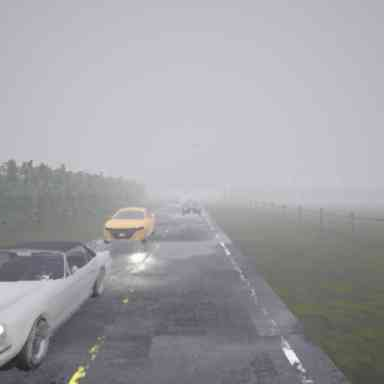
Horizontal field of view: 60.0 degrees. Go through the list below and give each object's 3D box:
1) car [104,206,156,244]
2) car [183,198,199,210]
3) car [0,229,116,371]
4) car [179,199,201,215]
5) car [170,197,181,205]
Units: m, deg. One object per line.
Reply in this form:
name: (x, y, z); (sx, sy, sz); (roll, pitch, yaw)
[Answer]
car: (-2.905, 1.504, 16.286); (1.882, 1.535, 5.008); (0, 0, 0)
car: (-0.078, 1.595, 45.093); (2.033, 1.411, 5.357); (0, 0, 0)
car: (-2.867, 1.614, 5.815); (1.895, 1.301, 4.718); (0, 0, 0)
car: (-0.038, 1.641, 33.497); (1.895, 1.301, 4.718); (0, 0, 0)
car: (-3.017, 1.603, 61.788); (2.033, 1.411, 5.357); (0, 0, 0)
